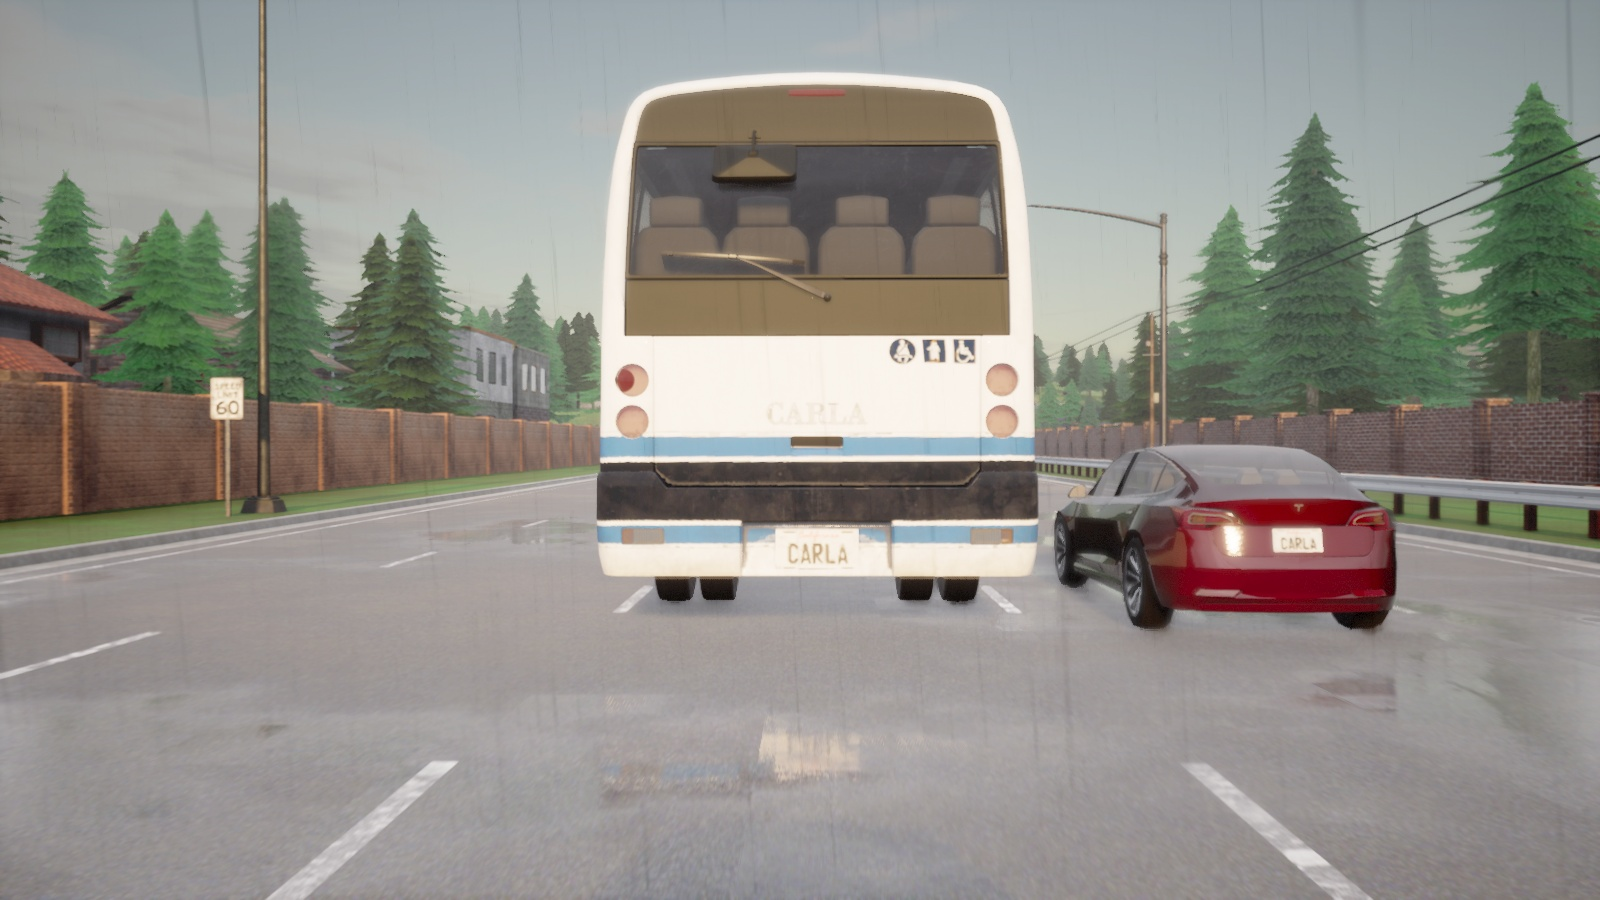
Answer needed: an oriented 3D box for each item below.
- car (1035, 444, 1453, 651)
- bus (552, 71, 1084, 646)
[{"bbox_3d":[3.650,0.690,11.460,2.163,1.488,4.792,0,0,1],"label":"car"},{"bbox_3d":[0.188,-0.705,14.450,3.944,4.253,10.273,0,0,1],"label":"bus"}]
